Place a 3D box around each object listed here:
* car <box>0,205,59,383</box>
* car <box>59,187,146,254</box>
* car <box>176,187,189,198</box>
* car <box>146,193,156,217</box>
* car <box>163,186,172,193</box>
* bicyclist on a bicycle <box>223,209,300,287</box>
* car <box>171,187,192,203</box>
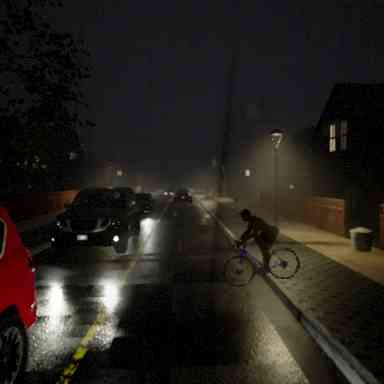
[{"bbox_3d":[-2.872,1.171,1.798,2.150,2.045,5.566,0,2,-2],"label":"car"},{"bbox_3d":[-3.192,0.858,12.188,2.150,2.045,5.566,0,2,-2],"label":"car"},{"bbox_3d":[-1.376,0.066,48.226,1.812,1.442,4.674,0,2,-2],"label":"car"},{"bbox_3d":[-3.514,0.818,22.839,1.837,1.490,4.892,0,2,-2],"label":"car"},{"bbox_3d":[-4.898,-0.562,69.882,1.994,1.385,4.181,0,2,-2],"label":"car"},{"bbox_3d":[1.386,1.140,6.997,1.656,1.620,0.582,-10,2,-1],"label":"bicyclist on a bicycle"},{"bbox_3d":[-1.003,0.452,36.651,1.994,1.385,4.181,0,2,-2],"label":"car"}]
